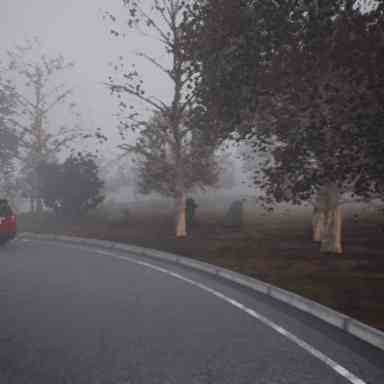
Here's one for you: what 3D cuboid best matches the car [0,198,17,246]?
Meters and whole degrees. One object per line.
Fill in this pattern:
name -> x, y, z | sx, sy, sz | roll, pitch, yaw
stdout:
car -> -9.891, 1.250, 13.906 | 5.566, 2.045, 2.150 | 0, -1, 25
